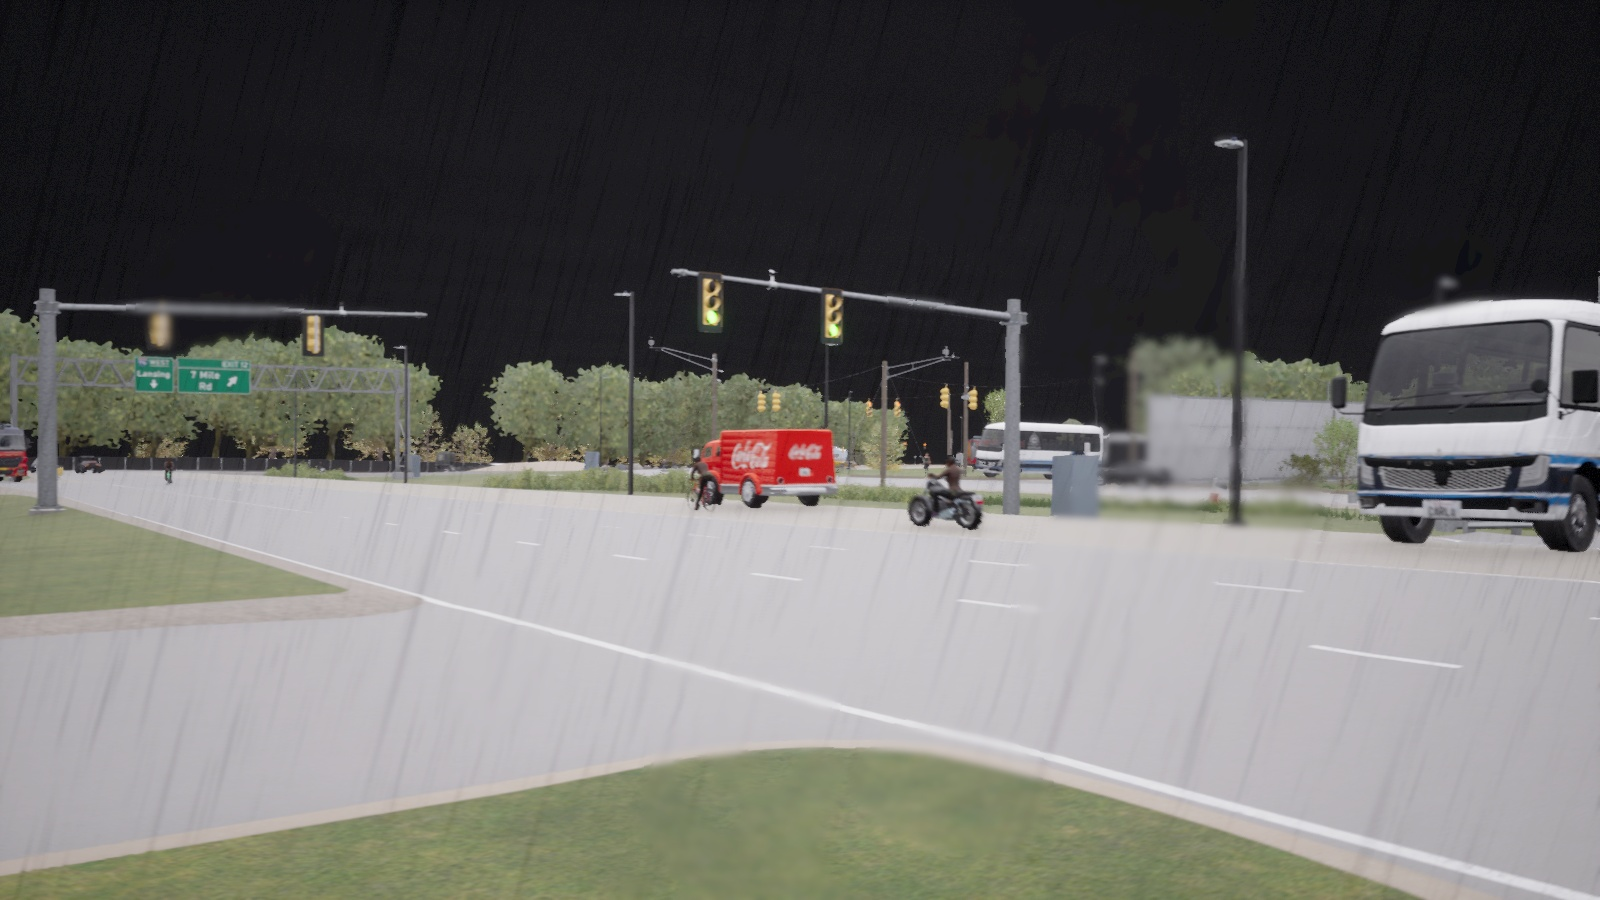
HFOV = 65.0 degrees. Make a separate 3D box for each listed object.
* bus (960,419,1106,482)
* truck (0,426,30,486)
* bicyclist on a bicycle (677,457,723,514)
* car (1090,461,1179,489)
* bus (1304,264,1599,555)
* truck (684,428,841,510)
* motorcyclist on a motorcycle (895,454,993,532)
[{"bbox_3d":[17.398,0.038,93.494,10.273,4.253,3.944,1,2,-28],"label":"bus"},{"bbox_3d":[-53.278,0.448,82.406,2.891,3.827,8.468,-1,-1,-44],"label":"truck"},{"bbox_3d":[-2.938,1.027,36.725,0.582,1.620,1.656,0,0,-35],"label":"bicyclist on a bicycle"},{"bbox_3d":[19.144,1.377,72.020,1.837,1.490,4.892,0,0,-34],"label":"car"},{"bbox_3d":[13.935,-0.433,22.886,10.273,4.253,3.944,2,-2,-36],"label":"bus"},{"bbox_3d":[-1.305,0.585,40.521,2.627,2.467,5.204,0,0,-35],"label":"truck"},{"bbox_3d":[3.167,0.933,27.854,0.766,1.649,2.350,0,-1,-35],"label":"motorcyclist on a motorcycle"}]
